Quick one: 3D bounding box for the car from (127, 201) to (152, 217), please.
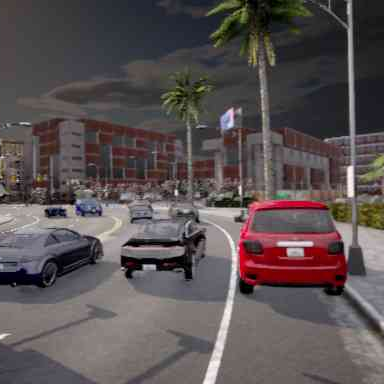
[{"bbox_3d":[-4.485,1.806,28.455,2.033,1.411,5.357,-1,0,-13],"label":"car"}]

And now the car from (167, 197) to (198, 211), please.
[{"bbox_3d":[-0.804,1.529,26.813,2.097,1.767,4.553,-1,0,-9],"label":"car"}]

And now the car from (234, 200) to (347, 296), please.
[{"bbox_3d":[2.330,1.227,8.877,2.150,2.045,5.566,-1,0,8],"label":"car"}]

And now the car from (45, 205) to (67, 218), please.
[{"bbox_3d":[-14.839,2.108,36.181,1.895,1.301,4.718,-1,0,-28],"label":"car"}]

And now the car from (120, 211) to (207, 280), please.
[{"bbox_3d":[-0.666,1.566,10.227,2.128,1.511,4.902,-1,0,8],"label":"car"}]

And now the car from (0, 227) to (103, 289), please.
[{"bbox_3d":[-4.239,1.706,9.746,1.994,1.385,4.181,-1,0,9],"label":"car"}]

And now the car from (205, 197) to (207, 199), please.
[{"bbox_3d":[4.538,1.788,76.285,4.674,1.452,2.002,-1,0,38],"label":"car"}]

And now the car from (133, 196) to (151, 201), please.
[{"bbox_3d":[-6.799,1.741,42.602,2.097,1.767,4.553,-1,0,-29],"label":"car"}]

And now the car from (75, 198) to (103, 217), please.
[{"bbox_3d":[-11.871,1.721,38.064,2.150,2.045,5.566,-1,0,-29],"label":"car"}]
